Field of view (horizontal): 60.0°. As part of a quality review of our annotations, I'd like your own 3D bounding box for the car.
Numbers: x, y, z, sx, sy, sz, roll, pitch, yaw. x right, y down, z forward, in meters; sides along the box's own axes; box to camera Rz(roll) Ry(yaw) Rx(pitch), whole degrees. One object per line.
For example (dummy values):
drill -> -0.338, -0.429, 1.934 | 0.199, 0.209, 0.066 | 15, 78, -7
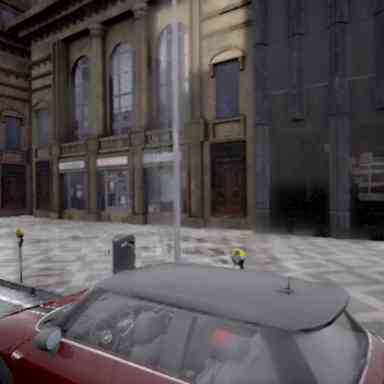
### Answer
car -> -0.354, 1.443, 3.195 | 4.097, 1.590, 1.967 | -1, 0, 34
